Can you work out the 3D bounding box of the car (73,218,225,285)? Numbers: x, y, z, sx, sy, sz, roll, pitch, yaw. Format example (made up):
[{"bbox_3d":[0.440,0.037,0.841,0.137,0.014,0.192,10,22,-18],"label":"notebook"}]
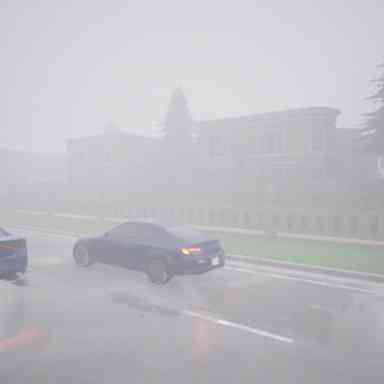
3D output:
[{"bbox_3d":[-1.322,1.444,9.224,4.674,1.442,1.812,1,1,35],"label":"car"}]

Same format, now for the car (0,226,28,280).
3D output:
[{"bbox_3d":[-6.110,1.357,8.332,5.008,1.535,1.882,1,1,35],"label":"car"}]
